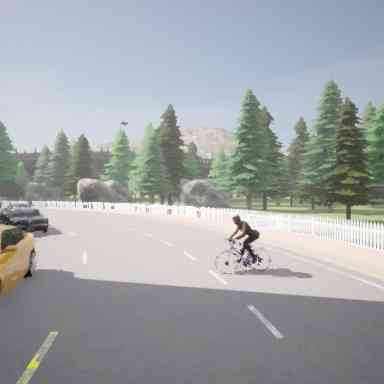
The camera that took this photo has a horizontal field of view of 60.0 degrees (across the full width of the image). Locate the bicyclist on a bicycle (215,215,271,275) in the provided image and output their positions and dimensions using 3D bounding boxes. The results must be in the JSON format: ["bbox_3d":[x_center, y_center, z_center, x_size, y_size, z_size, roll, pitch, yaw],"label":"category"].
[{"bbox_3d":[1.406,1.452,9.172,1.656,1.620,0.582,-2,1,-14],"label":"bicyclist on a bicycle"}]

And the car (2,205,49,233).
[{"bbox_3d":[-9.436,1.600,18.904,1.895,1.301,4.718,0,0,-32],"label":"car"}]

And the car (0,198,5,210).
[{"bbox_3d":[-25.981,1.476,41.374,5.008,1.535,1.882,0,0,21],"label":"car"}]

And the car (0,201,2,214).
[{"bbox_3d":[-12.004,1.585,23.184,1.994,1.385,4.181,0,0,-39],"label":"car"}]

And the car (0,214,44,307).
[{"bbox_3d":[-4.724,1.477,7.133,1.882,1.535,5.008,0,0,-15],"label":"car"}]
